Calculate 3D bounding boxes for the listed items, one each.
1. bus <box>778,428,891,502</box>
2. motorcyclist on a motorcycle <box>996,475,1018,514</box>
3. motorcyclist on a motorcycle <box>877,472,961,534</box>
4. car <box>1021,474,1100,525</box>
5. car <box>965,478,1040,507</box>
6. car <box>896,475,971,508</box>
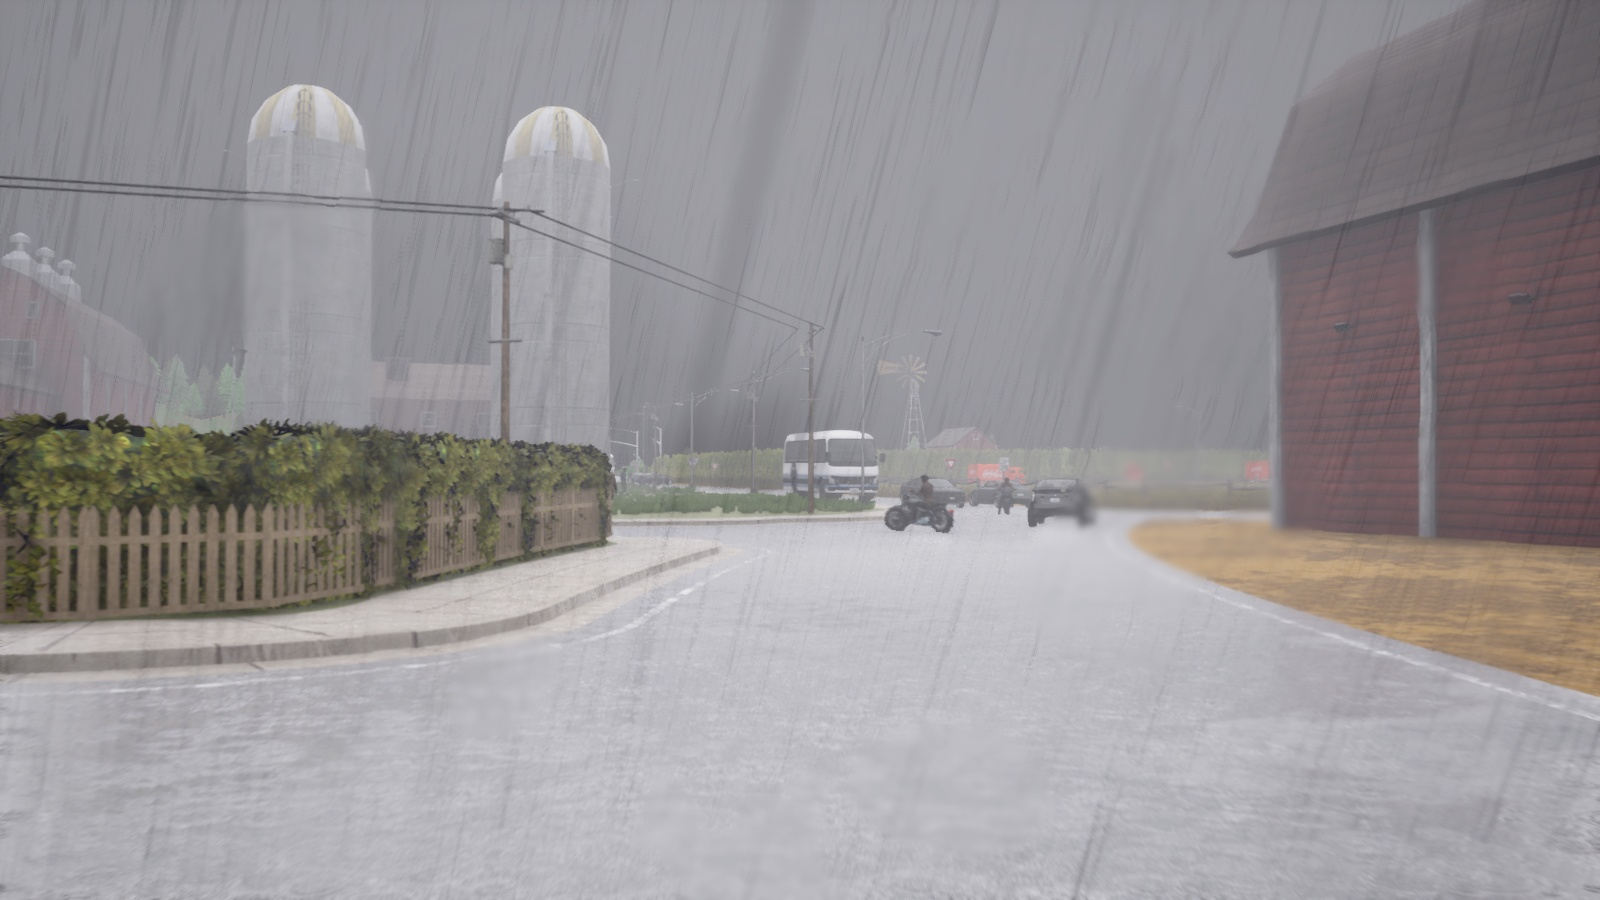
[{"bbox_3d":[1.962,0.935,77.609,3.944,4.253,10.273,0,-1,-17],"label":"bus"},{"bbox_3d":[8.440,1.805,51.293,0.797,1.523,2.044,0,-1,6],"label":"motorcyclist on a motorcycle"},{"bbox_3d":[3.277,1.459,34.885,0.766,1.649,2.350,-2,0,-44],"label":"motorcyclist on a motorcycle"},{"bbox_3d":[8.393,1.546,40.188,2.007,1.525,4.514,-1,-1,17],"label":"car"},{"bbox_3d":[10.061,2.089,62.760,1.994,1.385,4.181,0,-1,-18],"label":"car"},{"bbox_3d":[6.557,2.012,62.272,1.882,1.535,5.008,0,-1,-17],"label":"car"}]
